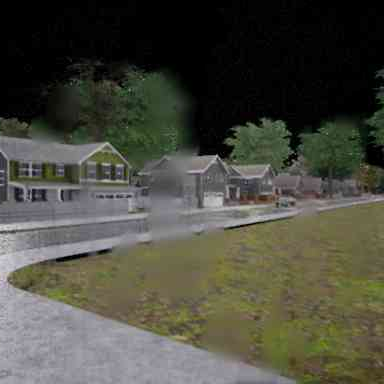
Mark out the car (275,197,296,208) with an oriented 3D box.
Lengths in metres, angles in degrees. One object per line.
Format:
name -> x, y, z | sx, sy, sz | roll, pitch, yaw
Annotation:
car -> 13.381, 1.437, 47.319 | 1.837, 1.490, 4.892 | 0, 0, 35
